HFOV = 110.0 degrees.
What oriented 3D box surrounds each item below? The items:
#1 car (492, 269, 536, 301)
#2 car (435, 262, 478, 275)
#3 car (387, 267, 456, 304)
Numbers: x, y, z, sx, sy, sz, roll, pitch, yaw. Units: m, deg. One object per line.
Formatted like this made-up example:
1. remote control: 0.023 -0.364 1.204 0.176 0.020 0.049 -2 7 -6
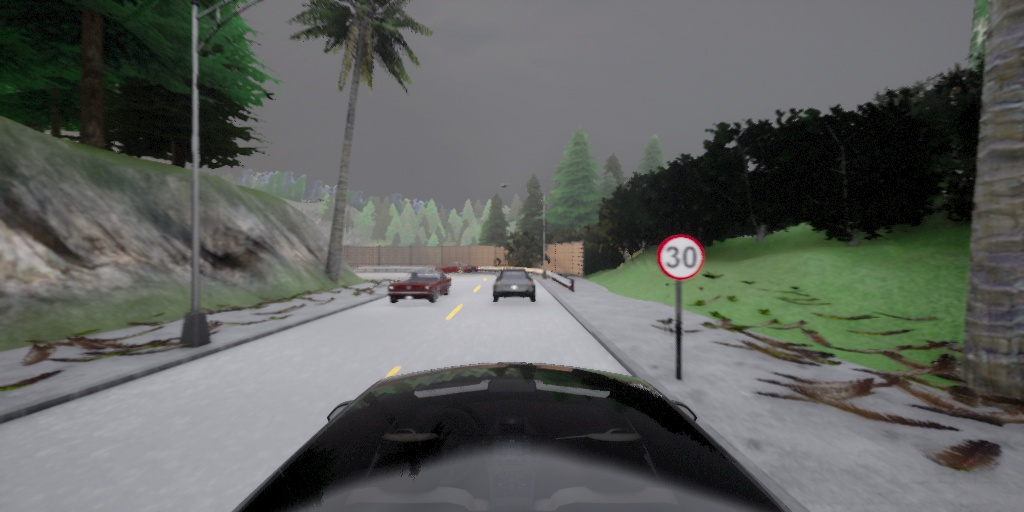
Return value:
1. car: 0.101 1.300 17.279 1.994 1.385 4.181 0 0 0
2. car: -6.126 1.318 38.927 4.718 1.301 1.895 0 0 27
3. car: -4.044 1.338 16.363 1.895 1.301 4.718 0 0 1
